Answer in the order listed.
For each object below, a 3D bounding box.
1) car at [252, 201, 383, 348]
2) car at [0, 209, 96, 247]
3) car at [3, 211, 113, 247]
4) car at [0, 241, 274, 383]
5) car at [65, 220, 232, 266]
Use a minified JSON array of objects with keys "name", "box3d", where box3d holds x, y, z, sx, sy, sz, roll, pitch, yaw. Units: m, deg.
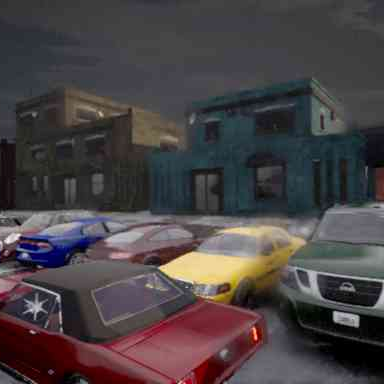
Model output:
[{"name":"car","box3d":[3.525,1.237,6.407,2.435,2.045,5.566,-1,0,36]},{"name":"car","box3d":[-5.411,1.525,12.858,2.185,1.767,4.553,-1,-1,36]},{"name":"car","box3d":[-3.186,1.603,11.225,2.097,1.535,5.008,-1,-1,36]},{"name":"car","box3d":[-1.551,1.645,4.487,4.718,1.301,1.895,-1,-1,36]},{"name":"car","box3d":[-0.942,1.601,9.627,2.002,1.452,4.674,-1,-1,36]}]
